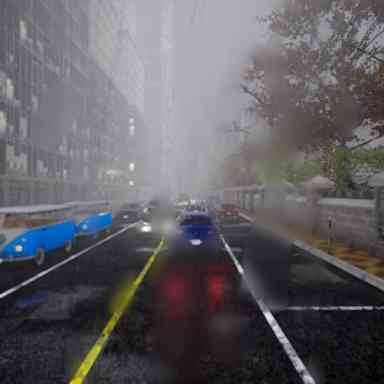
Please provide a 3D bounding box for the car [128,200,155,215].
[{"bbox_3d":[-5.021,1.531,33.631,2.008,1.369,4.403,0,0,1],"label":"car"}]

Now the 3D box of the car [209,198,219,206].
[{"bbox_3d":[3.009,1.547,33.797,1.947,1.339,4.313,0,0,1],"label":"car"}]

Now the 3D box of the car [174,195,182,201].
[{"bbox_3d":[-3.526,1.504,84.267,1.887,1.381,4.507,0,0,2],"label":"car"}]

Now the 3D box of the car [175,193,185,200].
[{"bbox_3d":[-3.284,1.272,89.888,2.192,1.841,5.009,0,0,3],"label":"car"}]

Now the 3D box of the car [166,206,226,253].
[{"bbox_3d":[0.154,1.517,13.454,1.812,1.442,4.674,0,0,0],"label":"car"}]

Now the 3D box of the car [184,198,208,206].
[{"bbox_3d":[0.413,1.581,34.391,1.895,1.301,4.718,0,0,1],"label":"car"}]

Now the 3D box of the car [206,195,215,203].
[{"bbox_3d":[4.051,1.470,71.587,1.837,1.490,4.892,0,0,2],"label":"car"}]

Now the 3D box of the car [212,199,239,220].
[{"bbox_3d":[2.922,1.528,28.152,1.887,1.381,4.507,0,0,1],"label":"car"}]

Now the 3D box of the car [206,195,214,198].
[{"bbox_3d":[3.372,1.413,50.735,1.967,1.590,4.097,0,0,2],"label":"car"}]

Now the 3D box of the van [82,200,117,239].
[{"bbox_3d":[-5.239,1.330,16.741,1.690,1.788,3.998,0,0,0],"label":"van"}]

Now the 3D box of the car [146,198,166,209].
[{"bbox_3d":[-4.798,1.526,44.885,2.008,1.369,4.403,0,0,1],"label":"car"}]

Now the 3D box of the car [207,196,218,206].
[{"bbox_3d":[3.113,1.544,39.447,1.947,1.339,4.313,0,0,1],"label":"car"}]

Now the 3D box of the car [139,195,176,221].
[{"bbox_3d":[-2.650,1.336,26.697,2.097,1.767,4.553,0,0,1],"label":"car"}]

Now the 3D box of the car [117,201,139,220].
[{"bbox_3d":[-5.107,1.549,27.995,1.947,1.339,4.313,0,0,1],"label":"car"}]

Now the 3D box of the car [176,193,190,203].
[{"bbox_3d":[-1.602,1.187,67.284,2.150,2.045,5.566,0,0,2],"label":"car"}]

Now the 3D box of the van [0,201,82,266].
[{"bbox_3d":[-5.278,1.334,11.112,1.690,1.788,3.998,0,0,0],"label":"van"}]

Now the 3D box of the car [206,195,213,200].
[{"bbox_3d":[4.763,1.503,90.216,1.887,1.381,4.507,0,0,3],"label":"car"}]

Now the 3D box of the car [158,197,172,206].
[{"bbox_3d":[-4.511,1.521,56.147,2.008,1.369,4.403,0,0,1],"label":"car"}]
